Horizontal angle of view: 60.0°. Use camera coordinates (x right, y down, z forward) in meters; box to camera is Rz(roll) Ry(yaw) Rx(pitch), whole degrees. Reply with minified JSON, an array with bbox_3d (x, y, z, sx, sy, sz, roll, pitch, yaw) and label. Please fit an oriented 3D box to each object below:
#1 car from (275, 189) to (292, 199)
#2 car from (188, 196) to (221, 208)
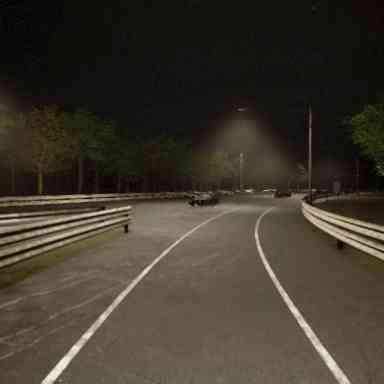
[{"bbox_3d":[17.313,0.279,63.053,2.097,1.767,4.553,1,2,33],"label":"car"},{"bbox_3d":[1.588,1.074,38.601,1.895,1.301,4.718,1,2,33],"label":"car"}]
